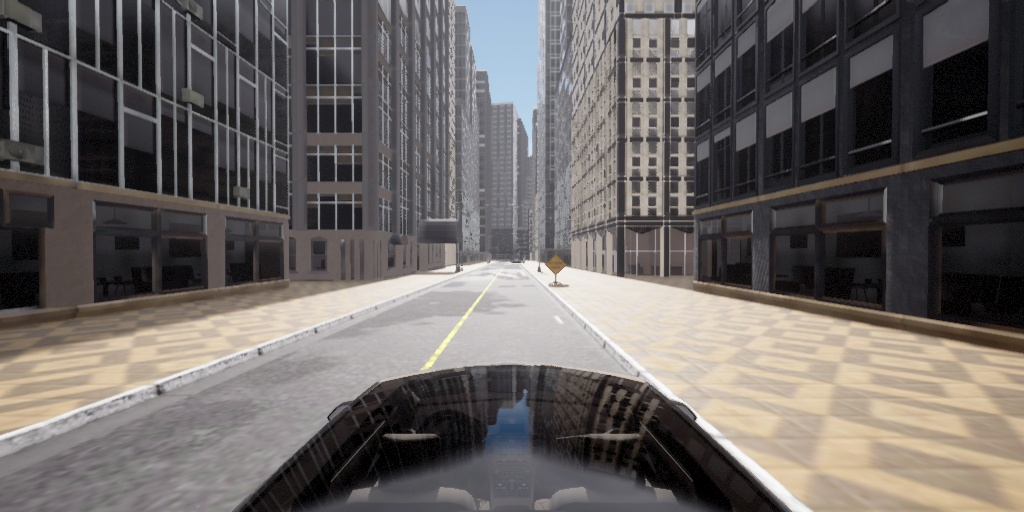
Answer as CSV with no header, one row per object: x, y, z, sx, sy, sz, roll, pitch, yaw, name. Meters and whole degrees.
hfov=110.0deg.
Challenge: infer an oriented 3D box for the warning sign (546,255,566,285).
2.717,0.837,22.332,1.300,1.860,1.060,0,0,0,warning sign
